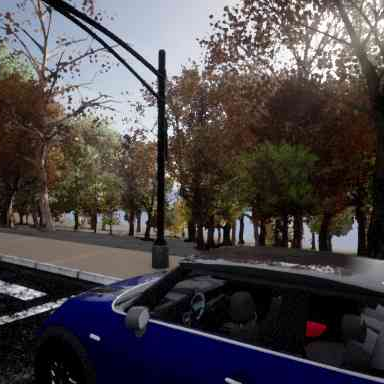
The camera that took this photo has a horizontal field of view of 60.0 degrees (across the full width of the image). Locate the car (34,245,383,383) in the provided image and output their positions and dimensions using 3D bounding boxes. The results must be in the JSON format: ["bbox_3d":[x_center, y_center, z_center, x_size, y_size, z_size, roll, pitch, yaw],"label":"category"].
[{"bbox_3d":[0.452,1.352,3.337,4.553,1.767,2.097,0,0,34],"label":"car"}]
